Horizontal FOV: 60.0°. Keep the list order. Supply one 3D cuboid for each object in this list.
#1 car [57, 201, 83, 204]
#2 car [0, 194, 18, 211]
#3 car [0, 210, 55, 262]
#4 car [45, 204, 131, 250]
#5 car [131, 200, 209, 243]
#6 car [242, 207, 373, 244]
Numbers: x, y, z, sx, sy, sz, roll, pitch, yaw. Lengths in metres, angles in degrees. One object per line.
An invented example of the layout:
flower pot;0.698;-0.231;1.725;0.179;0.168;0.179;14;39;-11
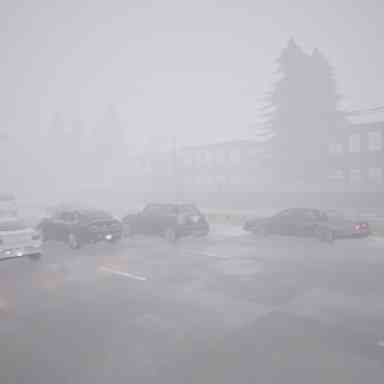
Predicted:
car;-10.821;1.476;29.065;5.357;1.411;2.033;0;1;42
car;-18.206;1.232;31.051;5.566;2.045;2.150;0;1;42
car;-6.613;1.528;11.033;4.674;1.442;1.812;0;1;42
car;-4.956;1.463;14.259;4.892;1.490;1.837;0;1;42
car;-1.425;1.253;15.774;4.553;1.767;2.097;0;1;42
car;4.903;1.374;14.749;5.357;1.411;2.033;0;1;42
